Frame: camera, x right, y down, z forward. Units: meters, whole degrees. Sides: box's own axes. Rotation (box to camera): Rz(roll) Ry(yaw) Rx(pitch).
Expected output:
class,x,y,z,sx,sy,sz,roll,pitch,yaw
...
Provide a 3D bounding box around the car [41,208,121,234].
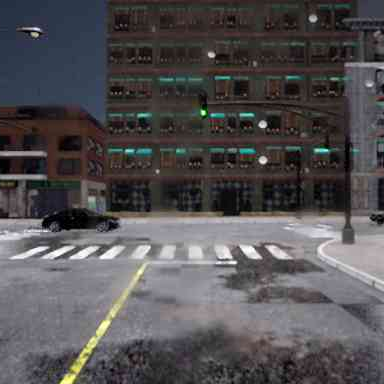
class,x,y,z,sx,sy,sz,roll,pitch,yaw
car,-6.703,1.734,20.276,4.674,1.442,1.812,-1,-2,1

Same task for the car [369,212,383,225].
class,x,y,z,sx,sy,sz,roll,pitch,yaw
car,15.007,1.683,23.089,4.718,1.301,1.895,-1,-2,1
